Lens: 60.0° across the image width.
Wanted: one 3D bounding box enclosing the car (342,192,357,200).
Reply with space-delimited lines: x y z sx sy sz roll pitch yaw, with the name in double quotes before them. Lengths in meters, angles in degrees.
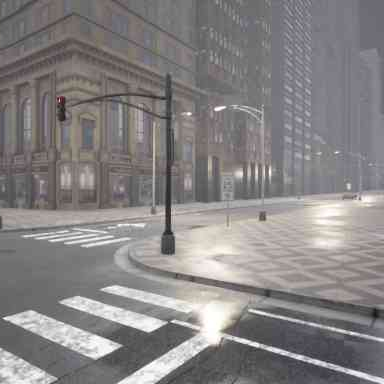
"car" 28.238 0.712 59.508 1.895 1.301 4.718 0 1 35
